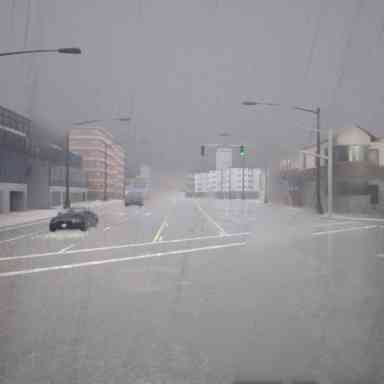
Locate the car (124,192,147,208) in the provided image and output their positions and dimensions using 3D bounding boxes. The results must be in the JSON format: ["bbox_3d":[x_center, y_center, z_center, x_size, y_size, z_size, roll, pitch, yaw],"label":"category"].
[{"bbox_3d":[-7.861,1.048,45.718,2.150,2.045,5.566,0,2,-2],"label":"car"}]

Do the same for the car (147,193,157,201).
[{"bbox_3d":[-8.653,0.904,70.133,2.097,1.767,4.553,0,0,-2],"label":"car"}]

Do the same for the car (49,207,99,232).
[{"bbox_3d":[-7.033,1.619,20.156,1.994,1.385,4.181,0,0,-2],"label":"car"}]
